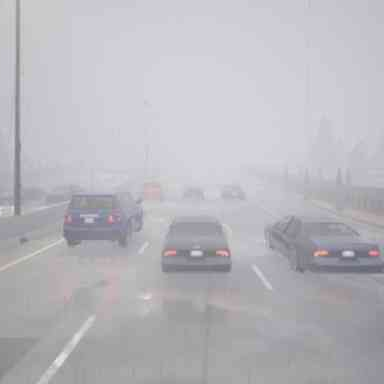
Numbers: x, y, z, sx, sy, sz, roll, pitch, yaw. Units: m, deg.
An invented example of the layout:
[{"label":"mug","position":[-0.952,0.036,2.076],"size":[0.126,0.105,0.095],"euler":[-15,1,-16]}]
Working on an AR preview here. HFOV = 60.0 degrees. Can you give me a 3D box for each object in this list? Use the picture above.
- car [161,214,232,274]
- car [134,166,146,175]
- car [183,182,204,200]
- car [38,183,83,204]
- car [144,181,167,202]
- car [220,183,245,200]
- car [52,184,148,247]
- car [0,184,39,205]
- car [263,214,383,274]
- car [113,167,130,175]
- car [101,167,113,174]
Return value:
[{"label":"car","position":[0.107,1.380,10.196],"size":[2.033,1.411,5.357],"euler":[0,2,0]},{"label":"car","position":[-10.415,-4.485,67.393],"size":[2.097,1.767,4.553],"euler":[0,6,0]},{"label":"car","position":[0.135,-0.192,30.685],"size":[1.812,1.442,4.674],"euler":[0,6,0]},{"label":"car","position":[-10.562,0.055,27.908],"size":[1.882,1.535,5.008],"euler":[0,6,0]},{"label":"car","position":[-3.368,-0.226,29.398],"size":[2.097,1.767,4.553],"euler":[0,6,0]},{"label":"car","position":[3.634,-0.114,30.340],"size":[1.994,1.385,4.181],"euler":[0,6,0]},{"label":"car","position":[-3.387,0.904,13.660],"size":[2.150,2.045,5.566],"euler":[0,3,0]},{"label":"car","position":[-14.065,0.145,27.713],"size":[2.033,1.411,5.357],"euler":[0,6,0]},{"label":"car","position":[3.607,1.382,10.170],"size":[2.033,1.411,5.357],"euler":[0,2,0]},{"label":"car","position":[-13.915,-4.359,67.345],"size":[1.882,1.535,5.008],"euler":[0,6,0]},{"label":"car","position":[-17.413,-4.463,69.228],"size":[1.895,1.301,4.718],"euler":[0,6,0]}]
